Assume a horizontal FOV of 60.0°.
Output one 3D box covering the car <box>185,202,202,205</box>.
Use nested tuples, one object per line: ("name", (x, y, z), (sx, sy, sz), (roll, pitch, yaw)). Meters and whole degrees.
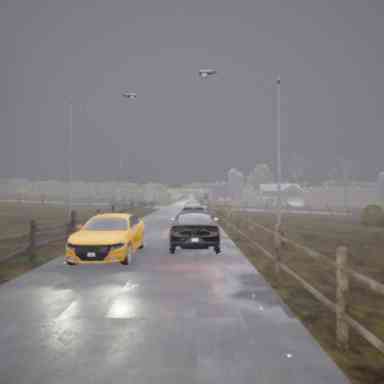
("car", (0.124, 1.609, 29.108), (1.882, 1.535, 5.008), (0, -1, 0))

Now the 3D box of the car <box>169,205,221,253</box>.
("car", (0.104, 1.512, 13.957), (1.882, 1.535, 5.008), (0, 0, 0))

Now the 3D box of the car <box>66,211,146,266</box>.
("car", (-2.844, 1.503, 11.888), (1.882, 1.535, 5.008), (0, 0, 0))
